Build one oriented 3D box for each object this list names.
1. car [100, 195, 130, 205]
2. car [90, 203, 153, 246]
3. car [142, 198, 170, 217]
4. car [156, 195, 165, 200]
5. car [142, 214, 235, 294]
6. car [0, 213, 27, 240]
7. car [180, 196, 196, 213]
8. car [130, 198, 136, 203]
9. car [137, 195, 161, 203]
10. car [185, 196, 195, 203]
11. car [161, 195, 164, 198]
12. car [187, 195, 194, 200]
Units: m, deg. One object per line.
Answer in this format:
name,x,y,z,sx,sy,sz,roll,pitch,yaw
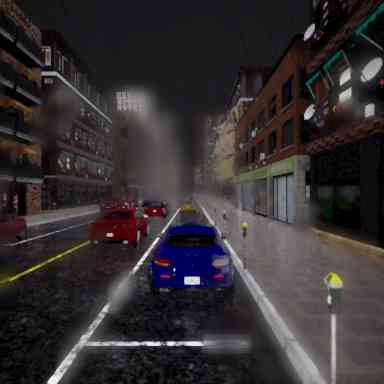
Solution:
car,-8.833,1.314,37.157,2.192,1.841,5.009,0,0,0
car,-3.140,1.478,15.217,1.882,1.535,5.008,0,0,0
car,-3.141,1.564,30.060,1.994,1.385,4.181,0,0,0
car,-8.834,1.539,93.519,2.008,1.369,4.403,0,0,0
car,0.004,1.526,8.649,1.812,1.442,4.674,0,0,0
car,-8.835,1.583,14.612,1.802,1.307,4.206,0,0,0
car,-0.454,1.524,37.323,1.752,1.417,4.829,0,0,0
car,-8.834,1.439,42.793,1.967,1.590,4.097,0,0,0
car,-6.147,1.545,48.496,2.033,1.411,5.357,0,0,0
car,-0.453,1.545,70.970,2.008,1.369,4.403,0,0,0
car,-8.834,1.540,87.882,2.008,1.369,4.403,0,0,0
car,-0.452,1.513,93.685,1.752,1.417,4.829,0,0,0
